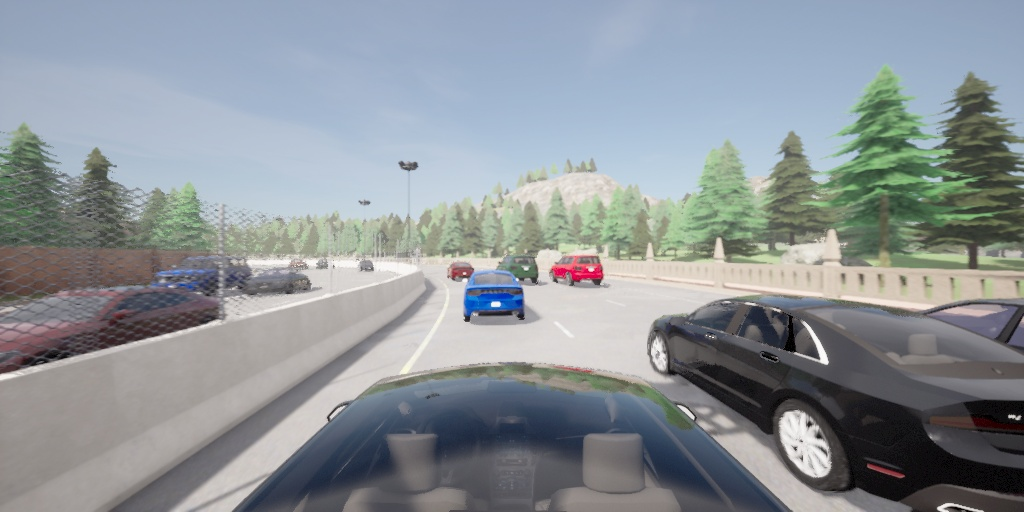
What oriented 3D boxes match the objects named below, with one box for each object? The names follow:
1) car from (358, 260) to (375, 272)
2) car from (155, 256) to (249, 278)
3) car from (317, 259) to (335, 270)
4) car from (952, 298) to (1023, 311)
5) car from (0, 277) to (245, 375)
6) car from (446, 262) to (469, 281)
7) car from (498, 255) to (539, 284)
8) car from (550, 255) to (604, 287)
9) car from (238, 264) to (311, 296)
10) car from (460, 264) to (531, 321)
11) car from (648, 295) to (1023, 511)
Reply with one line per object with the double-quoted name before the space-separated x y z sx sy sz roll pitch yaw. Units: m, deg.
"car" -18.971 1.307 46.822 1.837 1.490 4.892 0 0 -29
"car" -16.044 1.027 19.017 2.150 2.045 5.566 0 0 -12
"car" -29.405 1.193 56.628 2.097 1.767 4.553 0 0 -36
"car" 6.945 1.268 4.641 2.033 1.411 5.357 0 0 -2
"car" -7.371 1.303 6.422 1.812 1.442 4.674 0 0 -4
"car" -4.452 1.231 30.610 1.882 1.535 5.008 0 0 -17
"car" 0.302 0.958 26.674 2.150 2.045 5.566 0 0 -14
"car" 4.343 0.942 24.763 2.150 2.045 5.566 0 0 -12
"car" -12.664 1.356 19.651 1.994 1.385 4.181 0 0 -12
"car" -0.718 1.225 12.650 1.882 1.535 5.008 0 0 -6
"car" 3.394 1.240 4.536 1.837 1.490 4.892 0 0 -2
